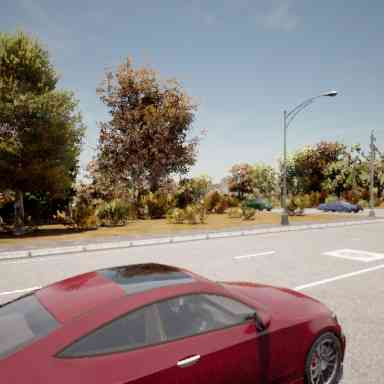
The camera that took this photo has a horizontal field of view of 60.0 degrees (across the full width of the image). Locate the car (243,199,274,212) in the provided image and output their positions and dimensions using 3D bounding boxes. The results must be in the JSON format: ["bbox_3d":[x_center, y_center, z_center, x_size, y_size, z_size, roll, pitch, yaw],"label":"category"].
[{"bbox_3d":[10.412,2.076,52.868,2.150,2.045,5.566,0,-3,-32],"label":"car"}]

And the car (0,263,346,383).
[{"bbox_3d":[-0.305,1.526,3.527,4.674,1.442,1.812,0,0,-35],"label":"car"}]

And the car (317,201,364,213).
[{"bbox_3d":[18.038,1.815,40.678,2.033,1.411,5.357,0,-2,-32],"label":"car"}]
